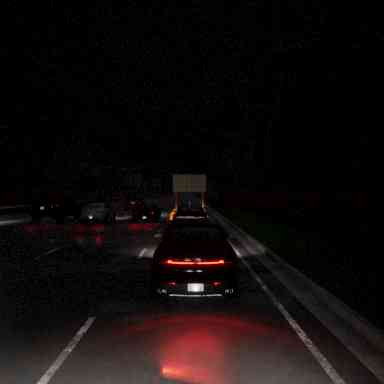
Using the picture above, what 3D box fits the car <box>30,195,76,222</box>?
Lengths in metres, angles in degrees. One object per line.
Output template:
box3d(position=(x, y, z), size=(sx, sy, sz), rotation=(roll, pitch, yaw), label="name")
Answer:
box3d(position=(-10.590, 1.223, 26.159), size=(2.150, 2.045, 5.566), rotation=(0, 0, 0), label="car")

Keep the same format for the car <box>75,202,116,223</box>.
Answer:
box3d(position=(-7.094, 1.526, 25.445), size=(1.812, 1.442, 4.674), rotation=(0, 0, -1), label="car")

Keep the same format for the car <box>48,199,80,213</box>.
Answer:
box3d(position=(-14.182, 1.526, 37.188), size=(1.812, 1.442, 4.674), rotation=(0, 0, -1), label="car")

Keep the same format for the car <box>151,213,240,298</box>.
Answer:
box3d(position=(0.052, 1.505, 8.525), size=(1.837, 1.490, 4.892), rotation=(0, 0, 0), label="car")

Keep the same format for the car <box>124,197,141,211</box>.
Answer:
box3d(position=(-7.171, 1.352, 41.429), size=(2.097, 1.767, 4.553), rotation=(0, 0, -3), label="car")

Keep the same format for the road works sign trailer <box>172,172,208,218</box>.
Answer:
box3d(position=(-0.174, 0.464, 22.782), size=(2.380, 3.560, 2.880), rotation=(0, 0, -3), label="road works sign trailer")

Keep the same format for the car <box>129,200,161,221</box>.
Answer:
box3d(position=(-3.596, 1.600, 27.125), size=(1.895, 1.301, 4.718), rotation=(0, 0, 0), label="car")

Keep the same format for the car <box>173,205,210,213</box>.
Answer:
box3d(position=(-0.052, 1.488, 18.912), size=(2.128, 1.511, 4.902), rotation=(0, 0, 1), label="car")
